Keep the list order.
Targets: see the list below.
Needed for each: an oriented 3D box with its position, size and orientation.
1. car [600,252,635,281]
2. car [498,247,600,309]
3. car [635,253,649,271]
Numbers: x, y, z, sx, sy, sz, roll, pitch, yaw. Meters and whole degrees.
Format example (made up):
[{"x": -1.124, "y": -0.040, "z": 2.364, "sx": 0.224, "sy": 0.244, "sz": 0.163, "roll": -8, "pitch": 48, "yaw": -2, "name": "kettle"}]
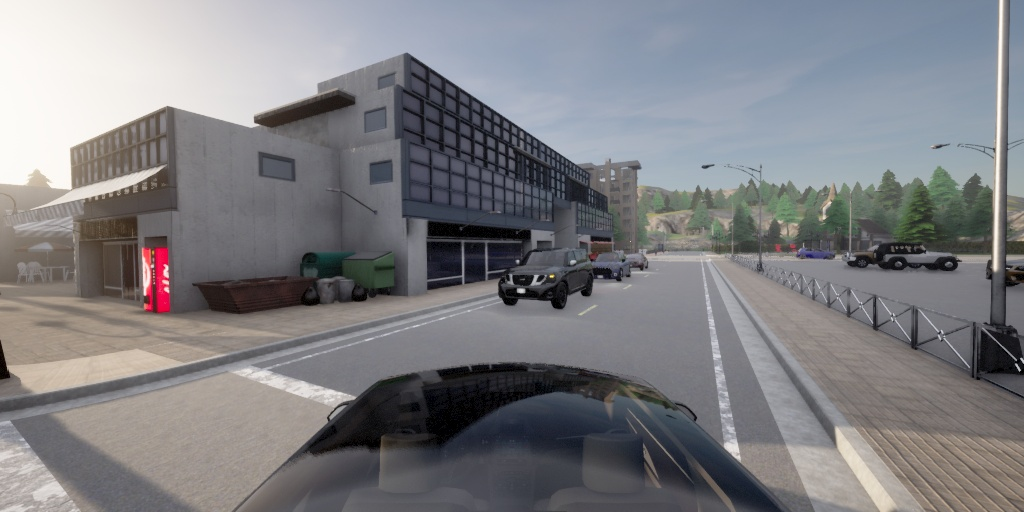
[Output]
[{"x": 6.126, "y": 0.561, "z": 22.651, "sx": 2.097, "sy": 1.767, "sz": 4.553, "roll": 0, "pitch": 2, "yaw": 28, "name": "car"}, {"x": 1.567, "y": 0.693, "z": 13.935, "sx": 2.150, "sy": 2.045, "sz": 5.566, "roll": 0, "pitch": 1, "yaw": 28, "name": "car"}, {"x": 10.873, "y": 0.462, "z": 31.715, "sx": 1.812, "sy": 1.442, "sz": 4.674, "roll": 0, "pitch": 2, "yaw": 28, "name": "car"}]
